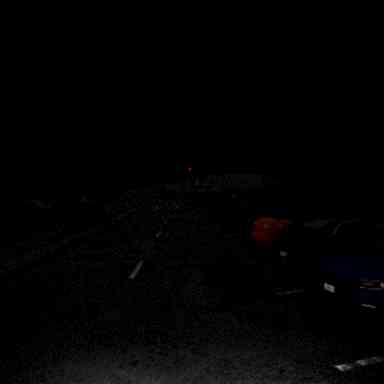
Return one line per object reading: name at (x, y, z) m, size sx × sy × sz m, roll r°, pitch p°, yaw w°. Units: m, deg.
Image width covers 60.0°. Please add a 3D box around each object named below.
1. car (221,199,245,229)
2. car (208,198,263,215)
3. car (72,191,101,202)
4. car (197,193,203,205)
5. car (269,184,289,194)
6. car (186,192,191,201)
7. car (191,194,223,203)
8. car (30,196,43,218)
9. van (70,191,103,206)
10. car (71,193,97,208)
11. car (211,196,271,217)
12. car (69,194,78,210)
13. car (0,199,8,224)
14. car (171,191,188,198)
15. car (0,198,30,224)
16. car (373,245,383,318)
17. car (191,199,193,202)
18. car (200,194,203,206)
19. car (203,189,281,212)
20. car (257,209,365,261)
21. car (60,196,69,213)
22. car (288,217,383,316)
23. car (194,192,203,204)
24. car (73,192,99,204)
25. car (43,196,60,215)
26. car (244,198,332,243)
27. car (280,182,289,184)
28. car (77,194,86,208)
car at (4.527, 1.336, 18.787) m, size 5.008 × 1.535 × 2.097 m, roll 1°, pitch 0°, yaw -22°
car at (4.047, 1.282, 30.863) m, size 4.674 × 1.452 × 2.002 m, roll 1°, pitch 0°, yaw -23°
car at (-15.286, 1.052, 45.813) m, size 4.553 × 1.767 × 2.185 m, roll -1°, pitch 1°, yaw -25°
car at (3.496, 1.212, 39.908) m, size 4.674 × 1.452 × 2.002 m, roll 0°, pitch 0°, yaw -24°
car at (17.071, -0.315, 67.074) m, size 2.002 × 1.452 × 4.674 m, roll -7°, pitch 4°, yaw -30°
car at (2.349, 1.074, 51.867) m, size 5.366 × 1.575 × 1.946 m, roll 0°, pitch 1°, yaw -26°
car at (2.411, 1.091, 54.927) m, size 4.792 × 1.488 × 2.163 m, roll 0°, pitch 0°, yaw -26°
car at (-13.998, 1.200, 25.110) m, size 4.553 × 1.767 × 2.185 m, roll -1°, pitch 0°, yaw -22°
van at (-15.477, 0.930, 48.801) m, size 4.442 × 1.987 × 1.878 m, roll -1°, pitch 0°, yaw -25°
car at (-14.677, 1.214, 39.978) m, size 5.366 × 1.575 × 1.946 m, roll -1°, pitch 0°, yaw -24°
car at (4.335, 1.289, 24.821) m, size 5.008 × 1.535 × 2.097 m, roll 1°, pitch 1°, yaw -23°
car at (-14.434, 1.302, 33.990) m, size 4.674 × 1.452 × 2.002 m, roll -1°, pitch 1°, yaw -23°
car at (-13.710, 1.396, 19.217) m, size 4.792 × 1.488 × 2.163 m, roll -1°, pitch 0°, yaw -22°
car at (-2.669, 0.853, 92.453) m, size 4.553 × 1.767 × 2.185 m, roll 0°, pitch 0°, yaw -30°
car at (-13.836, 1.346, 22.159) m, size 5.008 × 1.535 × 2.097 m, roll -1°, pitch 1°, yaw -22°
car at (4.923, 1.453, 3.760) m, size 5.366 × 1.575 × 1.946 m, roll 1°, pitch 0°, yaw -20°
car at (2.821, 0.977, 48.950) m, size 4.553 × 1.767 × 2.185 m, roll 0°, pitch 1°, yaw -25°
car at (3.705, 1.235, 36.890) m, size 4.674 × 1.452 × 2.002 m, roll 1°, pitch 1°, yaw -24°
car at (4.178, 1.014, 27.824) m, size 5.566 × 2.045 × 2.435 m, roll 1°, pitch 1°, yaw -23°
car at (4.694, 1.408, 9.722) m, size 4.892 × 1.521 × 2.231 m, roll 1°, pitch 0°, yaw -21°
car at (-14.236, 1.157, 31.043) m, size 4.553 × 1.767 × 2.185 m, roll -1°, pitch 1°, yaw -23°
car at (4.744, 1.430, 6.703) m, size 5.008 × 1.535 × 2.097 m, roll 1°, pitch 1°, yaw -21°
car at (3.290, 1.150, 42.919) m, size 4.892 × 1.521 × 2.231 m, roll 1°, pitch 1°, yaw -25°
car at (-15.240, 1.200, 42.774) m, size 5.366 × 1.575 × 1.946 m, roll -1°, pitch 1°, yaw -24°
car at (-14.276, 1.304, 28.002) m, size 5.366 × 1.575 × 1.946 m, roll -1°, pitch 1°, yaw -23°
car at (4.641, 1.258, 12.740) m, size 4.553 × 1.767 × 2.185 m, roll 1°, pitch 0°, yaw -21°
car at (20.019, -0.899, 67.582) m, size 2.435 × 2.045 × 5.566 m, roll -7°, pitch 4°, yaw -30°
car at (-14.629, 1.281, 36.944) m, size 4.674 × 1.452 × 2.002 m, roll -1°, pitch 1°, yaw -24°
